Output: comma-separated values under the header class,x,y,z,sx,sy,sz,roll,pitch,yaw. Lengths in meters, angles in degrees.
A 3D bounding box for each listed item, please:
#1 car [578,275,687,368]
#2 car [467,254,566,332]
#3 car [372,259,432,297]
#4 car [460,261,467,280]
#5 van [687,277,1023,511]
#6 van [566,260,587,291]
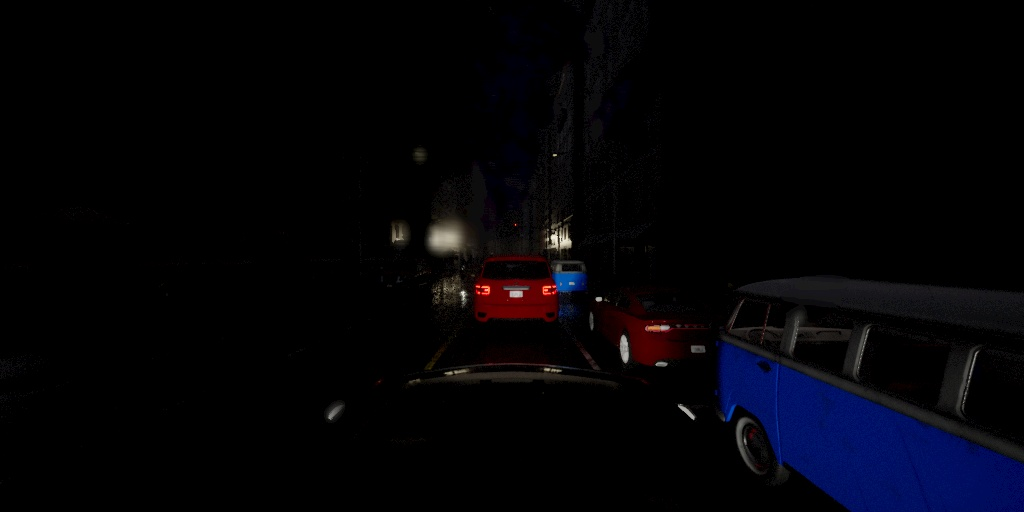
class,x,y,z,sx,sy,sz,roll,pitch,yaw
car,2.863,1.294,7.733,1.888,1.381,4.507,0,0,0
car,0.113,0.970,10.954,2.150,2.045,5.566,0,0,0
car,-5.647,1.060,19.025,2.192,1.841,5.009,0,0,0
car,-2.965,0.899,29.549,2.097,1.767,4.553,0,0,0
van,2.856,1.091,2.072,1.690,1.789,3.998,0,0,0
van,2.878,1.086,19.054,1.690,1.789,3.998,0,0,0
